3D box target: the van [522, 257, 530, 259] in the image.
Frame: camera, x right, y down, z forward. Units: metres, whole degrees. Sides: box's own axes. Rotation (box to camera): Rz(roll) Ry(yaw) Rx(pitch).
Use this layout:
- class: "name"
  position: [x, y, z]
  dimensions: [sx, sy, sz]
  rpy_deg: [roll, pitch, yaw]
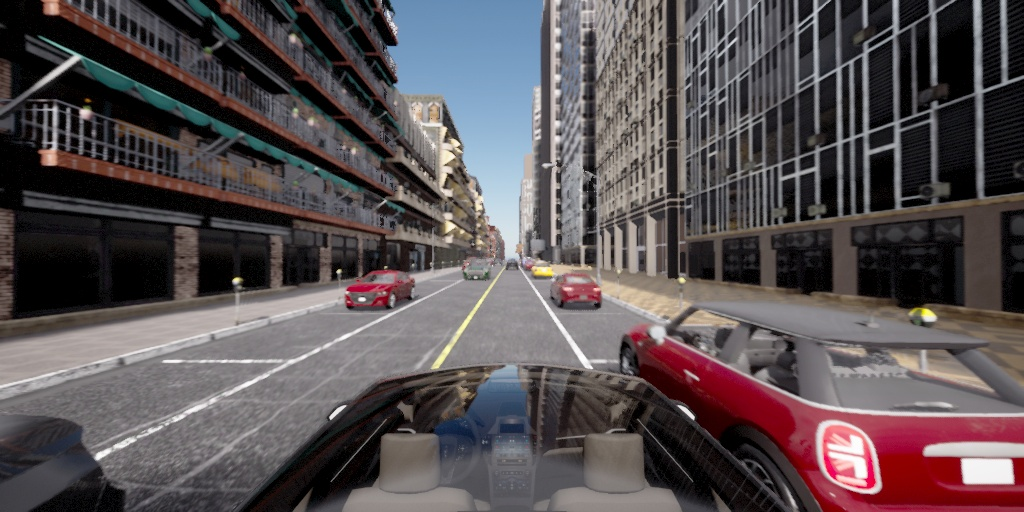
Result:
- class: "van"
  position: [2.576, 1.128, 59.236]
  dimensions: [1.690, 1.789, 3.998]
  rpy_deg: [0, 0, 0]

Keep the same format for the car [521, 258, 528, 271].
- class: "car"
  position: [2.574, 1.353, 48.167]
  dimensions: [1.802, 1.307, 4.207]
  rpy_deg: [0, 0, 0]

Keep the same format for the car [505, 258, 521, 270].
- class: "car"
  position: [0.044, 1.282, 52.068]
  dimensions: [1.837, 1.490, 4.892]
  rpy_deg: [0, 0, 1]

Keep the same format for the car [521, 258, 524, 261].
- class: "car"
  position: [2.575, 1.360, 53.703]
  dimensions: [1.802, 1.307, 4.207]
  rpy_deg: [0, 0, 0]

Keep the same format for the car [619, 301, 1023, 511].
- class: "car"
  position: [2.567, 1.189, 3.882]
  dimensions: [1.967, 1.591, 4.097]
  rpy_deg: [0, 0, 0]

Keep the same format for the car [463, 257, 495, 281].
- class: "car"
  position: [-2.840, 1.108, 30.302]
  dimensions: [2.097, 1.767, 4.553]
  rpy_deg: [0, 0, 0]

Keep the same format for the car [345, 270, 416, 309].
- class: "car"
  position: [-5.312, 1.295, 14.942]
  dimensions: [1.888, 1.381, 4.507]
  rpy_deg: [0, 0, 0]

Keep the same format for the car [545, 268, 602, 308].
- class: "car"
  position: [2.568, 1.332, 14.954]
  dimensions: [1.802, 1.307, 4.207]
  rpy_deg: [0, 0, 0]

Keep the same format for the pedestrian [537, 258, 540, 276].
- class: "pedestrian"
  position: [2.756, 1.053, 36.273]
  dimensions: [0.375, 1.860, 0.375]
  rpy_deg: [1, -1, 0]

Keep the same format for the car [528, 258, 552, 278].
- class: "car"
  position: [2.755, 1.213, 33.271]
  dimensions: [1.801, 1.575, 5.366]
  rpy_deg: [0, 0, 0]
